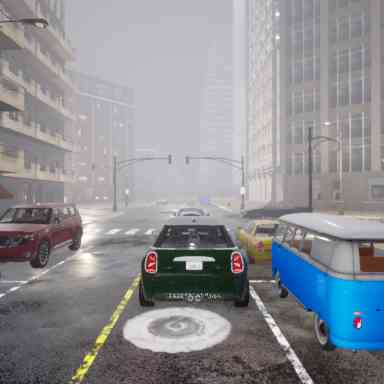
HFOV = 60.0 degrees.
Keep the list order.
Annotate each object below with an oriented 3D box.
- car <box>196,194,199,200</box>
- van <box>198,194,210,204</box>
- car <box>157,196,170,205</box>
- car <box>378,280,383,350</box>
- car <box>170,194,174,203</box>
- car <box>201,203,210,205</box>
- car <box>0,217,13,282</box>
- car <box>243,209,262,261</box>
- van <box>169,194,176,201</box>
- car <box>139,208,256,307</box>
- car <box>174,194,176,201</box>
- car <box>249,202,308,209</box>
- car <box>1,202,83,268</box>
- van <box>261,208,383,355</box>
[{"bbox_3d":[2.419,1.704,82.667,1.887,1.381,4.507,0,0,0],"label":"car"},{"bbox_3d":[2.460,1.429,60.458,1.690,1.788,3.998,0,0,0],"label":"van"},{"bbox_3d":[-5.420,1.613,60.273,1.752,1.417,4.829,0,0,0],"label":"car"},{"bbox_3d":[2.569,1.526,0.563,1.752,1.417,4.829,0,0,0],"label":"car"},{"bbox_3d":[-5.441,1.561,71.549,1.967,1.590,4.097,0,0,0],"label":"car"},{"bbox_3d":[-0.031,1.536,17.190,1.812,1.442,4.674,0,0,0],"label":"car"},{"bbox_3d":[-5.320,1.442,5.906,1.967,1.590,4.097,0,0,0],"label":"car"},{"bbox_3d":[2.549,1.531,11.633,1.752,1.417,4.829,0,0,0],"label":"car"},{"bbox_3d":[-5.481,1.541,93.757,1.690,1.788,3.998,0,0,0],"label":"van"},{"bbox_3d":[0.049,1.355,8.147,2.097,1.767,4.553,0,0,0],"label":"car"},{"bbox_3d":[-5.452,1.705,77.101,1.947,1.339,4.313,0,0,0],"label":"car"},{"bbox_3d":[6.394,1.484,25.960,5.357,1.411,2.033,-1,0,-5],"label":"car"},{"bbox_3d":[-5.329,1.320,11.442,2.192,1.841,5.009,0,0,0],"label":"car"},{"bbox_3d":[2.561,1.343,5.927,1.690,1.788,3.998,0,0,0],"label":"van"}]
